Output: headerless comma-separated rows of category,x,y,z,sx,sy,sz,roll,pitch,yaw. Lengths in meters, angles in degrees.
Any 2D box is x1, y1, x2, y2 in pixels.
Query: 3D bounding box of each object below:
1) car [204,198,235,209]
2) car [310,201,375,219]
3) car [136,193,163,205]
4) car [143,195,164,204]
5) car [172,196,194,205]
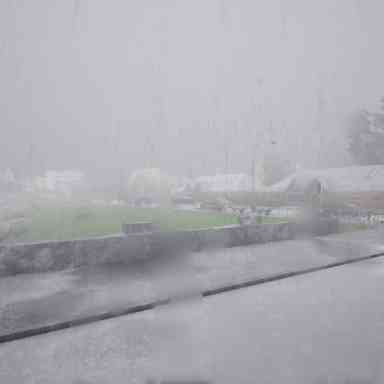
car,3.549,1.504,43.098,1.837,1.490,4.892,0,0,-35
car,13.204,1.547,29.535,2.033,1.411,5.357,0,0,-36
car,-7.940,1.261,59.401,2.150,2.045,5.566,0,0,-35
car,-7.606,1.478,65.827,1.882,1.535,5.008,0,0,-35
car,-1.684,1.478,57.590,1.882,1.535,5.008,0,0,-35
